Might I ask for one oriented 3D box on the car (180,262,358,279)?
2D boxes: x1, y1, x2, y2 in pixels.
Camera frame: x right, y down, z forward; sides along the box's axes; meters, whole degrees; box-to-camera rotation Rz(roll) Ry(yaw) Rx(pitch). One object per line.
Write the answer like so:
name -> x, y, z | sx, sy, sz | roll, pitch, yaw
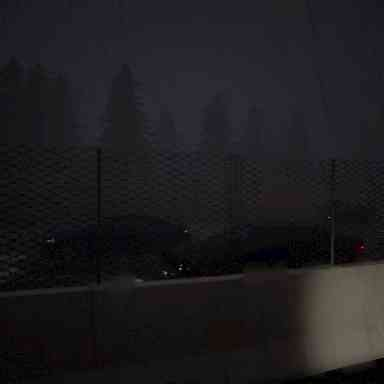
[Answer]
car -> 1.885, 1.451, 8.424 | 5.357, 1.411, 2.033 | 0, 1, -21
